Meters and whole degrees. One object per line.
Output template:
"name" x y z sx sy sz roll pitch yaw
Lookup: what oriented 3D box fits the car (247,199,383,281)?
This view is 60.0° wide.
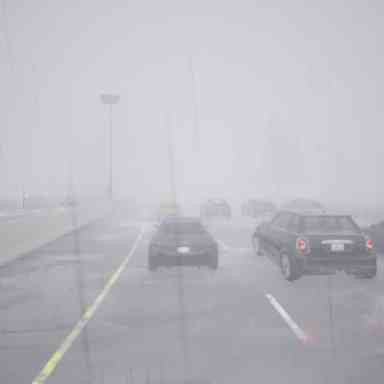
"car" 3.233 1.256 9.723 2.097 1.767 4.553 0 1 -3

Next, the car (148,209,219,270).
"car" -0.324 1.467 10.727 1.994 1.385 4.181 0 1 -3

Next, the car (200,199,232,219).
"car" 1.755 1.252 25.825 2.128 1.511 4.902 0 1 -7

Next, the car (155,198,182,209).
"car" -1.950 1.236 27.123 1.882 1.535 5.008 0 1 -8

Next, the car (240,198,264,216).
"car" 5.216 1.251 26.356 1.837 1.490 4.892 0 0 -7
